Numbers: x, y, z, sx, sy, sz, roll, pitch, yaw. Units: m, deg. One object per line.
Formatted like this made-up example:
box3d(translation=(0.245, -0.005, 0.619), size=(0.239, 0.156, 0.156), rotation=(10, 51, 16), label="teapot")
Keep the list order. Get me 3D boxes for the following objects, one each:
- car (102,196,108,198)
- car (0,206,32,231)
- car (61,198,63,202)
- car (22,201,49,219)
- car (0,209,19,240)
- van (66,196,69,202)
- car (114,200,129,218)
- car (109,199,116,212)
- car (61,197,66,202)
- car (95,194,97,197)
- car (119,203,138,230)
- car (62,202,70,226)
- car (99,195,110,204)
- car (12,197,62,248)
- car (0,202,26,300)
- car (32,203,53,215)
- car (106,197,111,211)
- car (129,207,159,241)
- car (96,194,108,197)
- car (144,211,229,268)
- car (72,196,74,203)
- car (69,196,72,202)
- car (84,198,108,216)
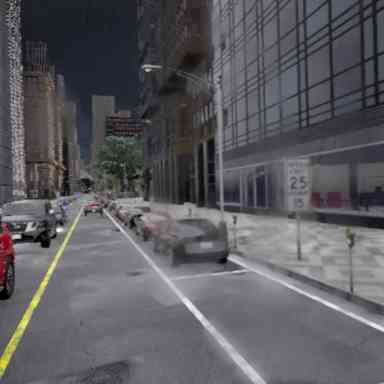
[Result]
box3d(translation=(-13.079, 1.813, 53.247), size=(1.947, 1.339, 4.313), rotation=(-2, 0, -17), label="car")
box3d(translation=(-13.122, 1.858, 24.360), size=(1.752, 1.417, 4.829), rotation=(-2, 0, -17), label="car")
box3d(translation=(-21.178, 2.021, 50.590), size=(1.752, 1.417, 4.829), rotation=(-2, 0, -17), label="car")
box3d(translation=(-16.397, 1.842, 35.015), size=(1.967, 1.590, 4.097), rotation=(-2, 0, -17), label="car")
box3d(translation=(-11.560, 1.843, 19.277), size=(1.887, 1.381, 4.507), rotation=(-2, 0, -17), label="car")
box3d(translation=(-26.068, 1.930, 66.489), size=(1.690, 1.788, 3.998), rotation=(-2, 0, -17), label="van")
box3d(translation=(-5.075, 1.610, 27.184), size=(1.752, 1.417, 4.829), rotation=(-2, 0, -17), label="car")
box3d(translation=(-6.635, 1.669, 32.266), size=(2.008, 1.369, 4.403), rotation=(-2, 0, -17), label="car")
box3d(translation=(-22.842, 1.967, 55.998), size=(1.967, 1.590, 4.097), rotation=(-2, 0, -17), label="car")
box3d(translation=(-22.752, 1.747, 84.714), size=(2.192, 1.841, 5.009), rotation=(-2, 0, -17), label="car")
box3d(translation=(-3.412, 1.615, 21.777), size=(1.947, 1.339, 4.313), rotation=(-2, 0, -17), label="car")
box3d(translation=(-10.792, 1.806, 25.871), size=(2.033, 1.411, 5.357), rotation=(-2, 0, -17), label="car")
box3d(translation=(-19.531, 1.686, 74.225), size=(2.192, 1.841, 5.009), rotation=(-2, 0, -17), label="car")
box3d(translation=(-7.681, 1.414, 15.673), size=(2.150, 2.045, 5.566), rotation=(-2, 0, -17), label="car")
box3d(translation=(-4.572, 1.347, 5.565), size=(2.150, 2.045, 5.566), rotation=(-2, 0, -17), label="car")
box3d(translation=(-18.004, 2.016, 40.261), size=(1.802, 1.307, 4.206), rotation=(-2, 0, -17), label="car")
box3d(translation=(-9.857, 1.735, 42.757), size=(2.008, 1.369, 4.403), rotation=(-2, 0, -17), label="car")
box3d(translation=(-1.801, 1.596, 16.532), size=(1.802, 1.307, 4.206), rotation=(-2, 0, -17), label="car")
box3d(translation=(-16.601, 1.671, 63.413), size=(2.097, 1.767, 4.553), rotation=(-2, 0, -17), label="car")
box3d(translation=(-0.190, 1.546, 11.287), size=(1.947, 1.339, 4.313), rotation=(-2, 0, -17), label="car")
box3d(translation=(-29.292, 1.966, 76.980), size=(2.192, 1.841, 5.009), rotation=(-2, 0, -17), label="car")
box3d(translation=(-27.676, 2.060, 71.735), size=(1.967, 1.590, 4.097), rotation=(-2, 0, -17), label="car")
box3d(translation=(-10.588, 1.717, 35.896), size=(2.128, 1.511, 4.902), rotation=(-2, 0, -16), label="car")
